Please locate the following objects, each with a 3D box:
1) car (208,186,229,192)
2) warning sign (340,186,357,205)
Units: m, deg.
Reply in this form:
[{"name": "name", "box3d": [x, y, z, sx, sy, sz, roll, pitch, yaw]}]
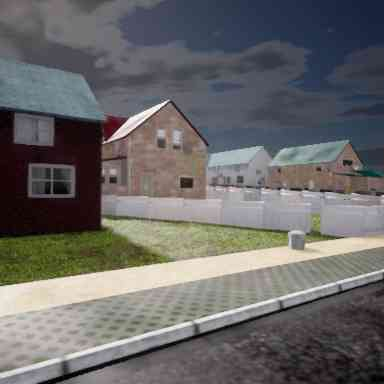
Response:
[{"name": "car", "box3d": [3.447, -0.174, 49.352, 2.033, 1.411, 5.357, 1, 2, -34]}, {"name": "warning sign", "box3d": [16.239, 0.316, 34.568, 1.300, 1.860, 1.060, -3, 1, -34]}]
